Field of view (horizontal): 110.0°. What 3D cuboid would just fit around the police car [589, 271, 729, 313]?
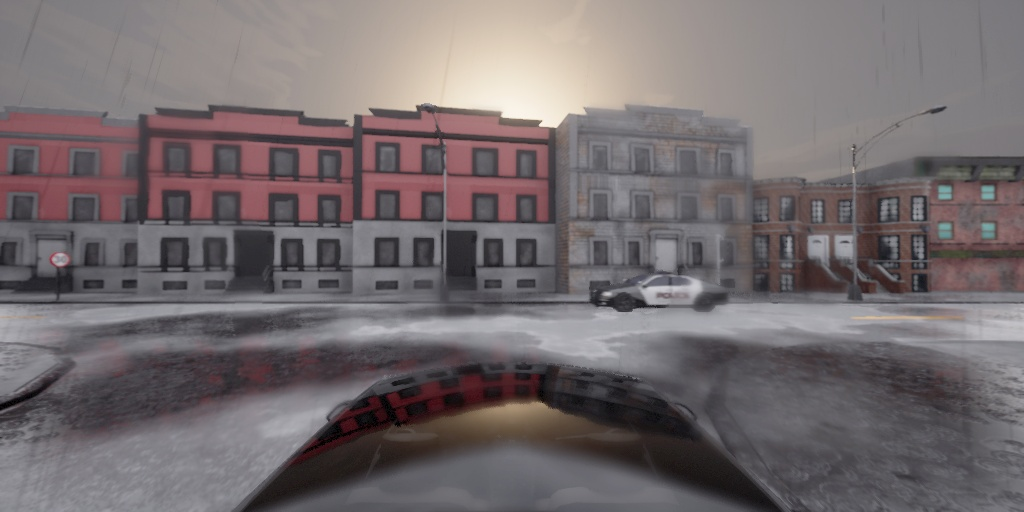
[{"bbox_3d":[5.705,1.410,14.342,4.974,1.542,2.038,0,-1,0],"label":"police car"}]
